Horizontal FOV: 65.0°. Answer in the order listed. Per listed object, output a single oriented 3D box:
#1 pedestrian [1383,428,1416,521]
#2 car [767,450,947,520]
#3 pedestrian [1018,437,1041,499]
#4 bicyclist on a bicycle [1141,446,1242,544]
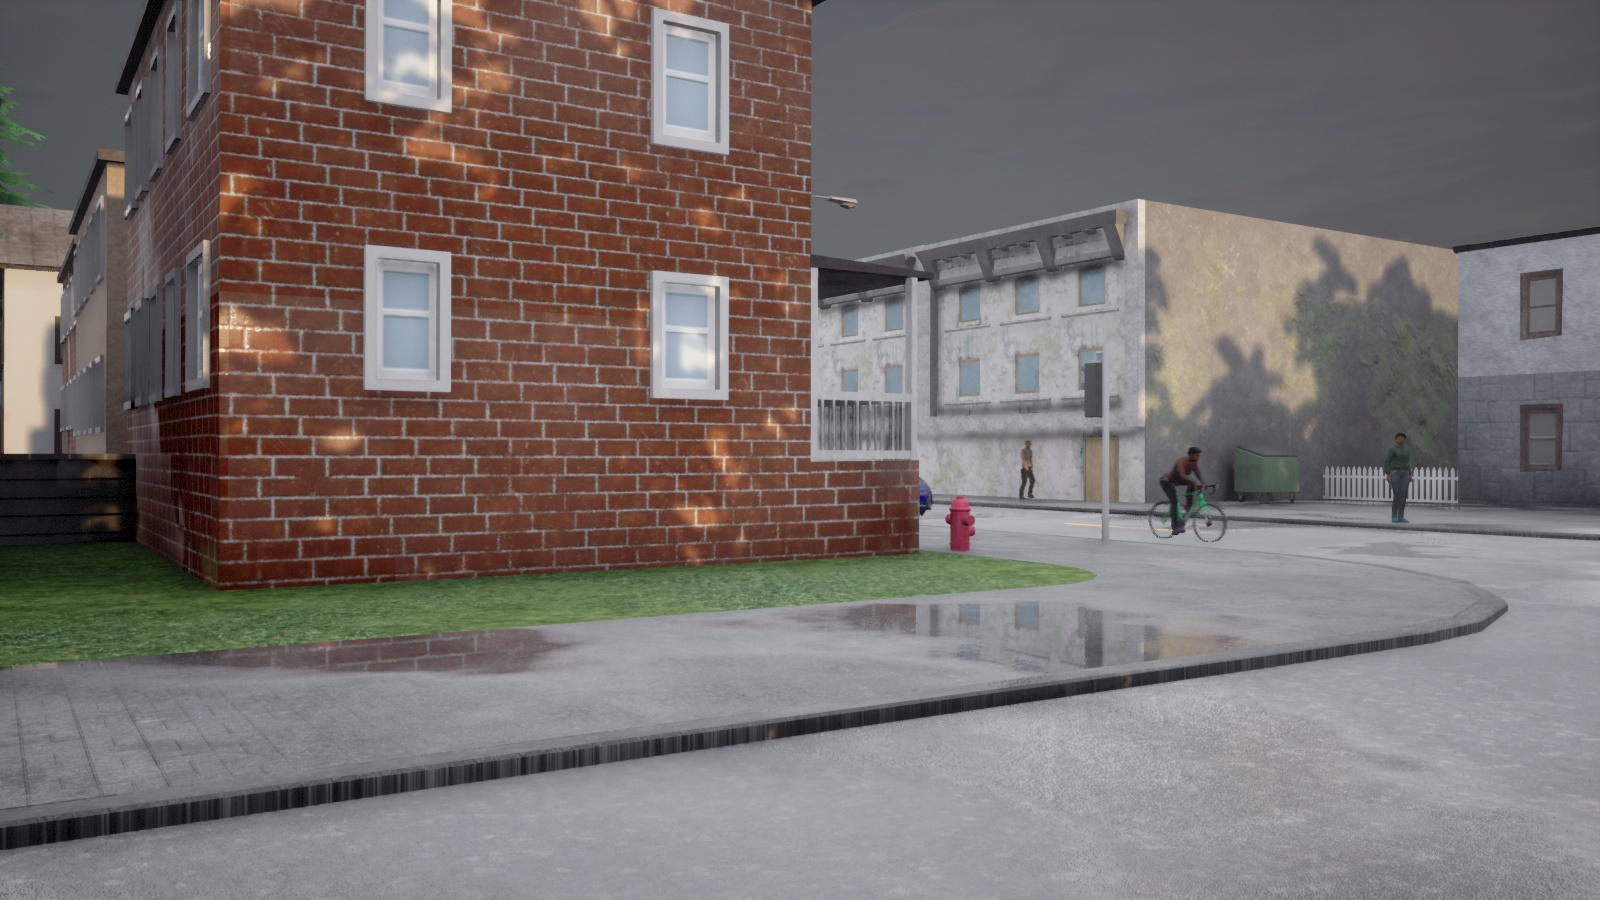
[{"bbox_3d":[12.145,0.491,25.450,0.353,1.847,0.614,0,0,-3],"label":"pedestrian"},{"bbox_3d":[1.258,0.762,29.808,2.007,1.525,4.514,0,0,-33],"label":"car"},{"bbox_3d":[6.867,0.532,37.631,0.331,1.846,0.634,0,0,-32],"label":"pedestrian"},{"bbox_3d":[6.673,0.736,21.465,0.582,1.620,1.656,0,0,-33],"label":"bicyclist on a bicycle"}]
